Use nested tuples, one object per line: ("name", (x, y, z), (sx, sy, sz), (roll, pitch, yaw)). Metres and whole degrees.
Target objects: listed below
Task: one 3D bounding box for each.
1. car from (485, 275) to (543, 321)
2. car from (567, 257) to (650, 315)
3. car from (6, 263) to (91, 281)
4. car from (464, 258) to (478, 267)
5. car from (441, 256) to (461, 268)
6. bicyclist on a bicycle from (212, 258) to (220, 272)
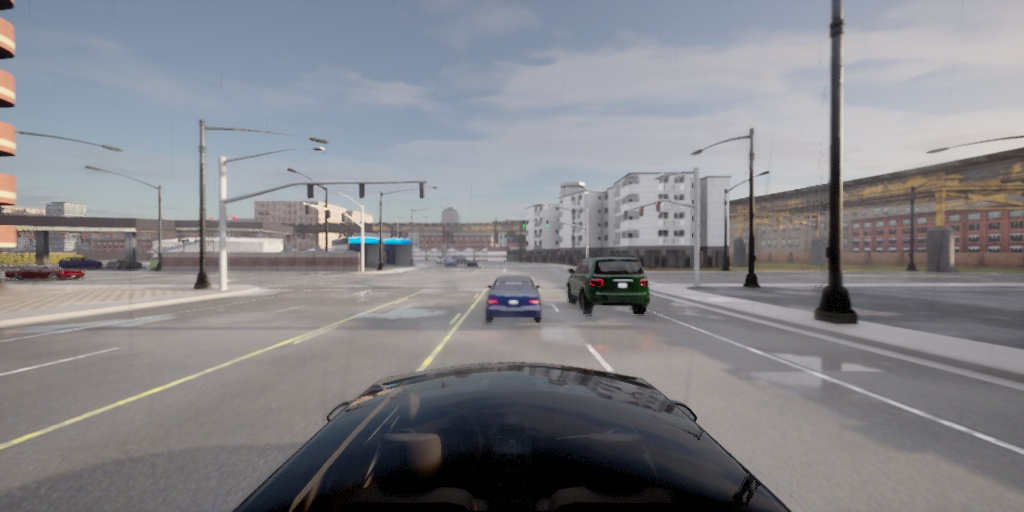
("car", (0.062, 1.395, 12.867), (2.033, 1.411, 5.357), (0, 0, 0))
("car", (3.580, 1.078, 14.259), (2.150, 2.045, 5.566), (0, -1, 0))
("car", (-40.330, 1.477, 31.127), (4.718, 1.301, 1.895), (0, 0, -1))
("car", (-6.741, 1.274, 61.371), (1.895, 1.301, 4.718), (0, 0, -5))
("car", (-10.165, 1.160, 60.007), (1.882, 1.535, 5.008), (0, 0, -4))
("bicyclist on a bicycle", (-34.654, 1.105, 42.222), (0.582, 1.620, 1.656), (0, 1, -1))
